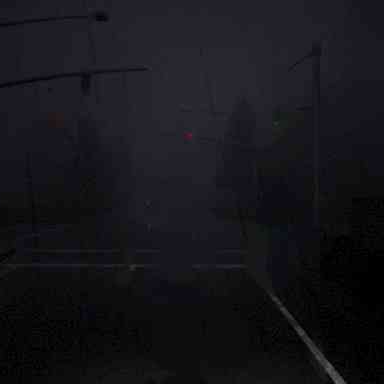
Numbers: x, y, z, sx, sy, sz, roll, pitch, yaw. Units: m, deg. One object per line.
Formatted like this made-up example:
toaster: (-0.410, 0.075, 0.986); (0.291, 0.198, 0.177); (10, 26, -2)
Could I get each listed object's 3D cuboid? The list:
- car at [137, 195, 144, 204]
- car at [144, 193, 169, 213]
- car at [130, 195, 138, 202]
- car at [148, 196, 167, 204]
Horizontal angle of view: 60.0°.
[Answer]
car: (-7.777, 1.495, 58.086); (1.812, 1.442, 4.674); (0, 0, -21)
car: (-3.768, 1.194, 37.240); (2.150, 2.045, 5.566); (0, 1, -2)
car: (-12.457, 1.395, 73.242); (5.008, 1.535, 1.882); (0, 0, 42)
car: (-6.750, 1.514, 64.846); (2.033, 1.411, 5.357); (0, 0, -26)
